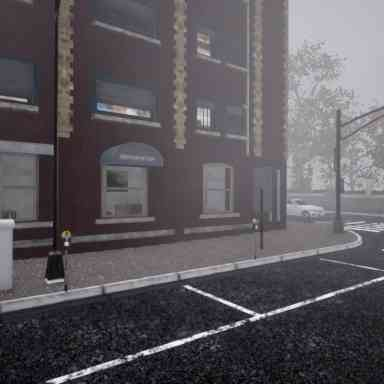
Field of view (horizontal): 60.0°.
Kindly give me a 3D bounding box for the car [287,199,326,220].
[{"bbox_3d":[8.019,1.256,25.821,1.812,1.442,4.674,0,1,-36],"label":"car"}]
